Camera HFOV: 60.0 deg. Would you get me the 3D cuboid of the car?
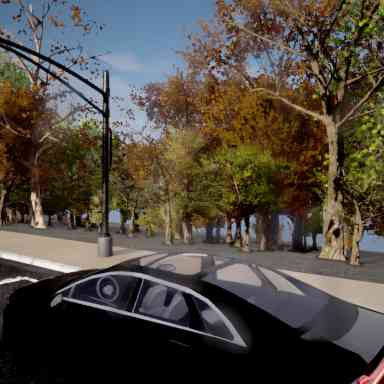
[{"bbox_3d":[-0.365,1.491,3.952,4.902,1.511,2.128,0,0,36],"label":"car"}]
